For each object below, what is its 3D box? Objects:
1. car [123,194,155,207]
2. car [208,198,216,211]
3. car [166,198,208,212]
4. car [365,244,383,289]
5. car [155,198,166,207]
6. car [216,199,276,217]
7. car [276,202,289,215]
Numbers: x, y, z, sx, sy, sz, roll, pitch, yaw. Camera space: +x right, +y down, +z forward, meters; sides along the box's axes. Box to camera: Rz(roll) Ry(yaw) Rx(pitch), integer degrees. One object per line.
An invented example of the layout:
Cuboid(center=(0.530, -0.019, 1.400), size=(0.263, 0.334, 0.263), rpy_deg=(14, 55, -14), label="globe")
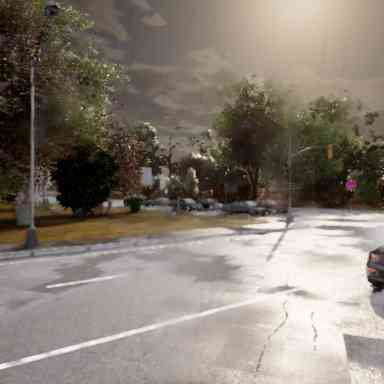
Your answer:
Cuboid(center=(-8.289, 1.246, 49.704), size=(2.150, 2.045, 5.566), rpy_deg=(0, 0, -38), label="car")
Cuboid(center=(2.093, 1.519, 42.196), size=(2.128, 1.511, 4.902), rpy_deg=(0, 0, -38), label="car")
Cuboid(center=(-0.655, 1.530, 40.027), size=(1.837, 1.490, 4.892), rpy_deg=(0, 0, -38), label="car")
Cuboid(center=(5.944, 1.543, 7.915), size=(4.674, 1.442, 1.812), rpy_deg=(0, 0, -35), label="car")
Cuboid(center=(-4.575, 1.573, 50.637), size=(2.033, 1.411, 5.357), rpy_deg=(0, 0, -38), label="car")
Cuboid(center=(5.207, 1.573, 32.613), size=(2.033, 1.411, 5.357), rpy_deg=(0, 0, -39), label="car")
Cuboid(center=(7.894, 1.506, 34.860), size=(1.882, 1.535, 5.008), rpy_deg=(0, 0, -38), label="car")
